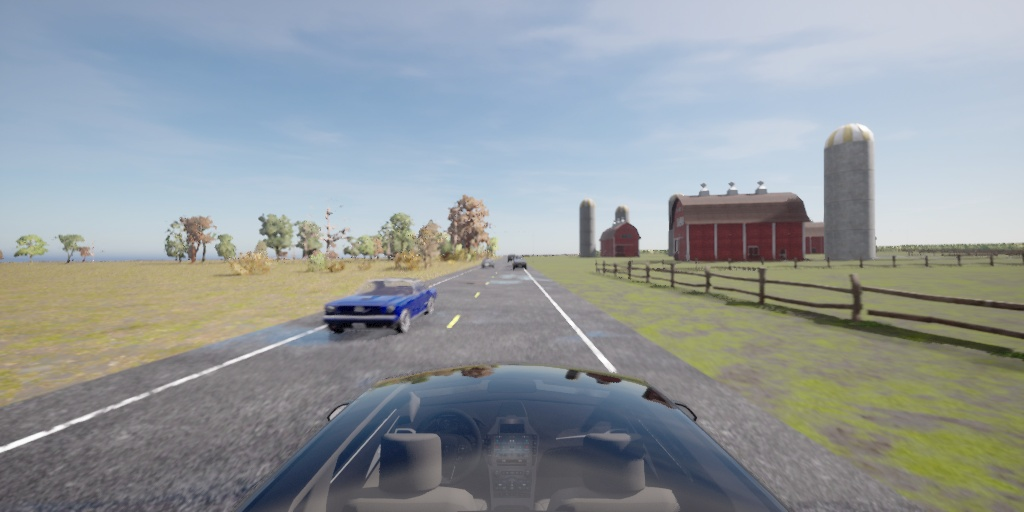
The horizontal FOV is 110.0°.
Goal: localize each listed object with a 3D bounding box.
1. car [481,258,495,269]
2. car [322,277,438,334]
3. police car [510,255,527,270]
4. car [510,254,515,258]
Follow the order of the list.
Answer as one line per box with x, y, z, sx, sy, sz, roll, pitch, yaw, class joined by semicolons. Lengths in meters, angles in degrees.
-3.555;1.096;53.398;2.128;1.511;4.902;0;0;0;car
-3.600;1.329;10.650;1.895;1.301;4.718;0;0;0;car
1.054;1.046;48.512;1.930;1.638;5.238;0;0;0;police car
1.055;0.919;64.373;2.097;1.767;4.553;0;0;0;car
